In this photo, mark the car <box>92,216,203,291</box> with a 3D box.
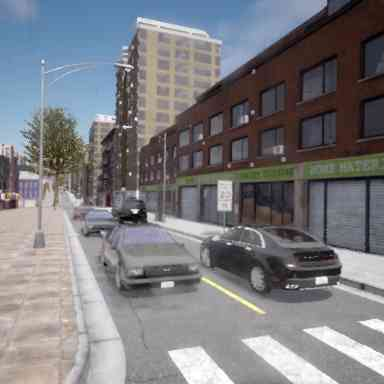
[{"bbox_3d":[-1.509,1.642,9.659,2.033,1.411,5.357,1,-1,-22],"label":"car"}]

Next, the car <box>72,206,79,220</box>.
[{"bbox_3d":[-10.879,2.043,33.269,1.994,1.385,4.181,1,-1,-22],"label":"car"}]

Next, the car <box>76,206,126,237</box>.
[{"bbox_3d":[-5.651,1.793,20.088,2.033,1.411,5.357,1,-1,-22],"label":"car"}]

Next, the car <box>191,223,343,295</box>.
[{"bbox_3d":[1.830,1.636,9.246,1.837,1.490,4.892,1,-1,-22],"label":"car"}]

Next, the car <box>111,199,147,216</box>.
[{"bbox_3d":[-5.180,1.620,26.907,2.150,2.045,5.566,1,-1,-22],"label":"car"}]
